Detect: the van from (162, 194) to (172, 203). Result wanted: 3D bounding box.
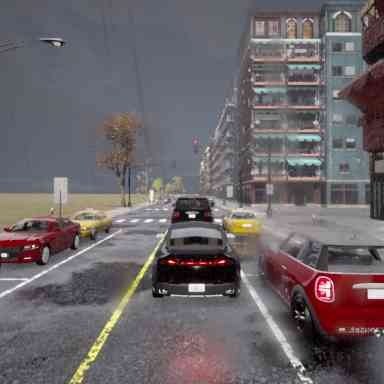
[{"bbox_3d":[-5.384,1.362,72.304,1.690,1.788,3.998,1,0,0],"label":"van"}]

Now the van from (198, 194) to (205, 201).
[{"bbox_3d":[2.476,1.368,89.786,1.690,1.788,3.998,1,0,0],"label":"van"}]

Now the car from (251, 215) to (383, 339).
[{"bbox_3d":[2.568,1.442,6.555,1.967,1.590,4.097,1,0,0],"label":"car"}]

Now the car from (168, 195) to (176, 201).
[{"bbox_3d":[-5.406,1.609,89.266,1.802,1.307,4.206,1,0,0],"label":"car"}]

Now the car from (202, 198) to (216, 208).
[{"bbox_3d":[2.518,1.565,50.159,2.008,1.369,4.403,1,0,0],"label":"car"}]

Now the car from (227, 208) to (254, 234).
[{"bbox_3d":[2.554,1.530,17.815,1.752,1.417,4.829,1,0,0],"label":"car"}]

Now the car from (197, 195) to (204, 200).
[{"bbox_3d":[2.468,1.555,95.617,1.752,1.417,4.829,1,0,0],"label":"car"}]

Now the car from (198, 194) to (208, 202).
[{"bbox_3d":[2.489,1.338,78.464,2.192,1.841,5.009,1,0,0],"label":"car"}]

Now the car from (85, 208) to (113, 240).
[{"bbox_3d":[-5.325,1.530,17.039,1.752,1.417,4.829,1,0,0],"label":"car"}]

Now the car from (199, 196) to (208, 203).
[{"bbox_3d":[2.493,1.587,72.803,1.947,1.339,4.313,1,0,0],"label":"car"}]

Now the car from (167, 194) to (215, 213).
[{"bbox_3d":[0.060,1.226,18.367,2.150,2.045,5.566,0,0,1],"label":"car"}]

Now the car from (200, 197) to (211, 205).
[{"bbox_3d":[2.505,1.599,61.481,1.802,1.307,4.206,1,0,0],"label":"car"}]

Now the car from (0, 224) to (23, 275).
[{"bbox_3d":[-5.313,1.552,6.136,2.008,1.369,4.403,1,0,0],"label":"car"}]

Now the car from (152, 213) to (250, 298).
[{"bbox_3d":[0.090,1.507,8.513,1.837,1.490,4.892,0,0,0],"label":"car"}]

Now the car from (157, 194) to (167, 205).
[{"bbox_3d":[-5.373,1.457,60.995,1.967,1.590,4.097,1,0,0],"label":"car"}]

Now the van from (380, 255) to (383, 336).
[{"bbox_3d":[2.575,1.341,1.010,1.690,1.788,3.998,1,0,0],"label":"van"}]

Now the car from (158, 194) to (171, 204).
[{"bbox_3d":[-5.378,1.334,66.650,2.192,1.841,5.009,1,0,0],"label":"car"}]

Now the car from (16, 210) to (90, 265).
[{"bbox_3d":[-5.319,1.548,11.673,1.887,1.381,4.507,1,0,0],"label":"car"}]
